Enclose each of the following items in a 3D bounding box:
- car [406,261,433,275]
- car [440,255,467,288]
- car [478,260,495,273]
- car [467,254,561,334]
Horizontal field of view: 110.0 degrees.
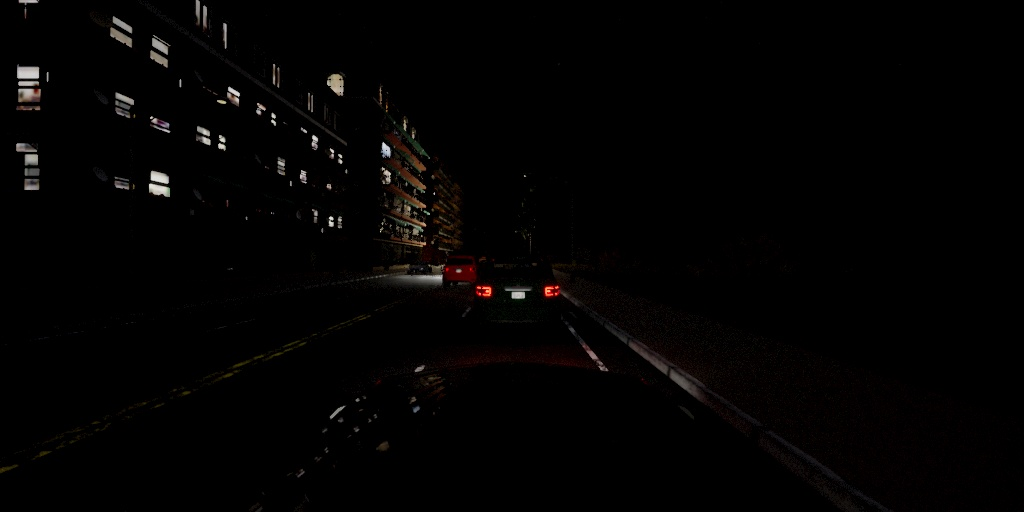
[{"bbox_3d":[-9.850,1.279,38.458,1.812,1.442,4.674,0,0,0],"label":"car"},{"bbox_3d":[-3.150,0.976,23.872,2.150,2.045,5.566,0,0,0],"label":"car"},{"bbox_3d":[-3.149,1.231,45.333,1.882,1.535,5.008,0,0,0],"label":"car"},{"bbox_3d":[0.101,0.973,10.732,2.150,2.045,5.566,0,0,-1],"label":"car"}]
